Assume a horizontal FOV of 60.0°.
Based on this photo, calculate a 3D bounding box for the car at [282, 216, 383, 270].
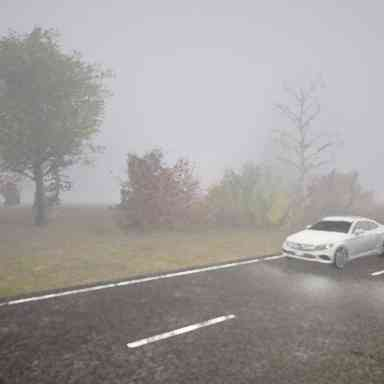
[{"bbox_3d":[5.128,1.571,11.398,4.674,1.442,1.812,0,0,-36],"label":"car"}]
